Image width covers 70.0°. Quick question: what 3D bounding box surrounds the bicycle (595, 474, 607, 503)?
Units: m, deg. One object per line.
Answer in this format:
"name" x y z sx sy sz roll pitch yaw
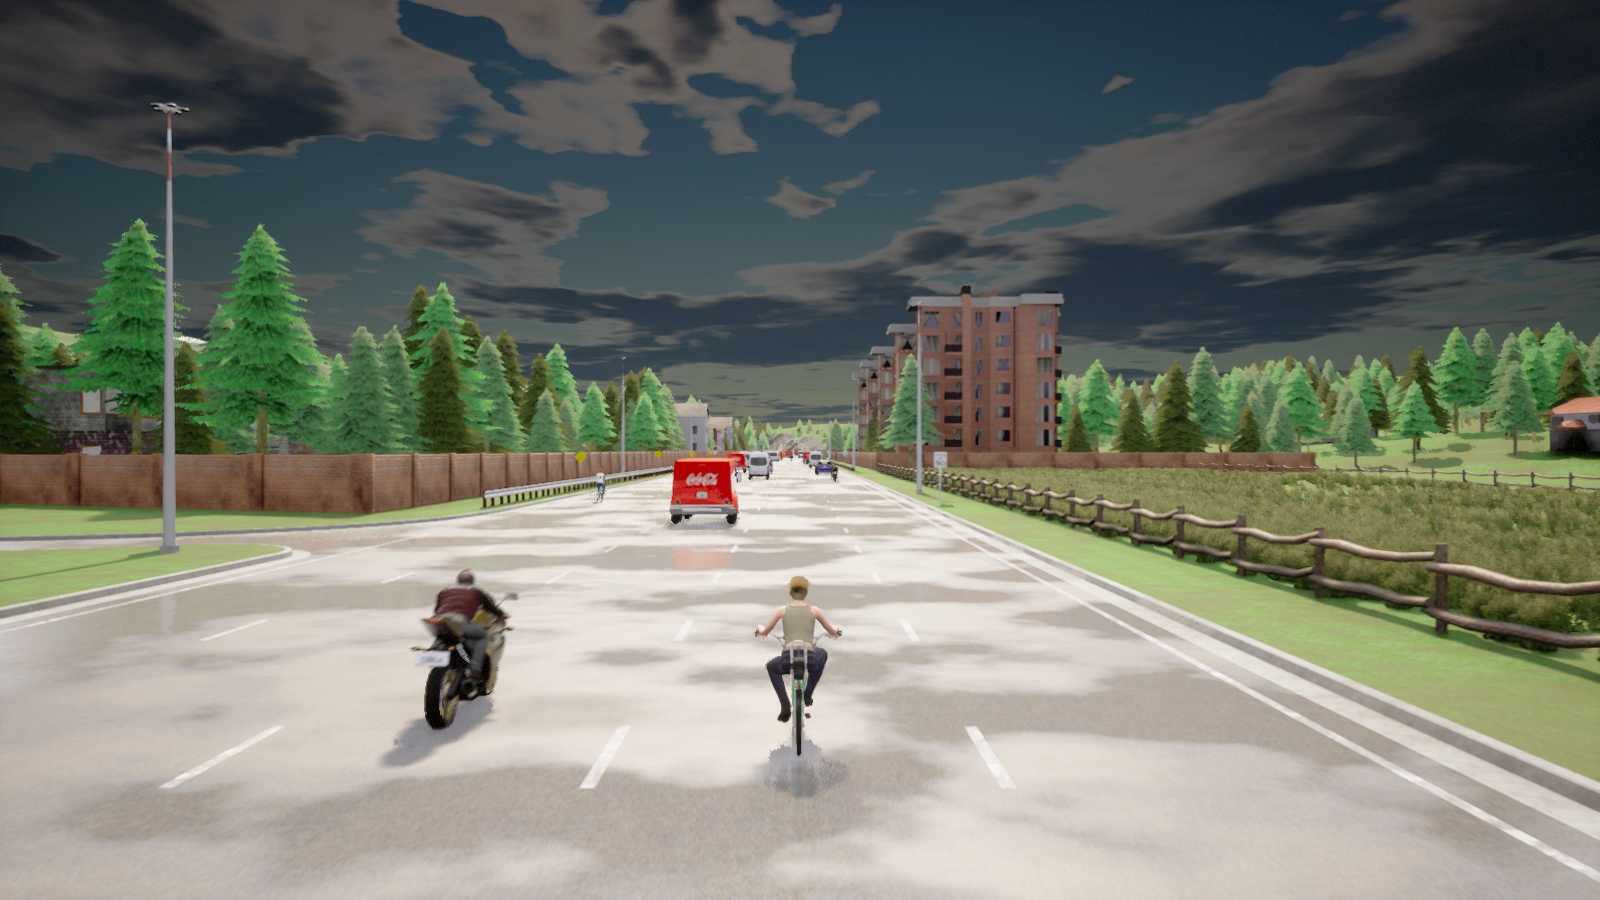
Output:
"bicycle" -10.691 2.055 61.456 0.373 1.496 1.643 0 0 0

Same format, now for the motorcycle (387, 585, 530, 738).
"motorcycle" -3.617 2.204 12.332 0.867 1.251 2.209 0 0 0

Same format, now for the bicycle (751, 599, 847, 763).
"bicycle" -0.014 2.157 10.937 0.859 1.276 1.487 0 0 -1

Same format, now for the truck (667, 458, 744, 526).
"truck" -3.658 1.569 45.125 2.627 2.467 5.204 0 0 0
